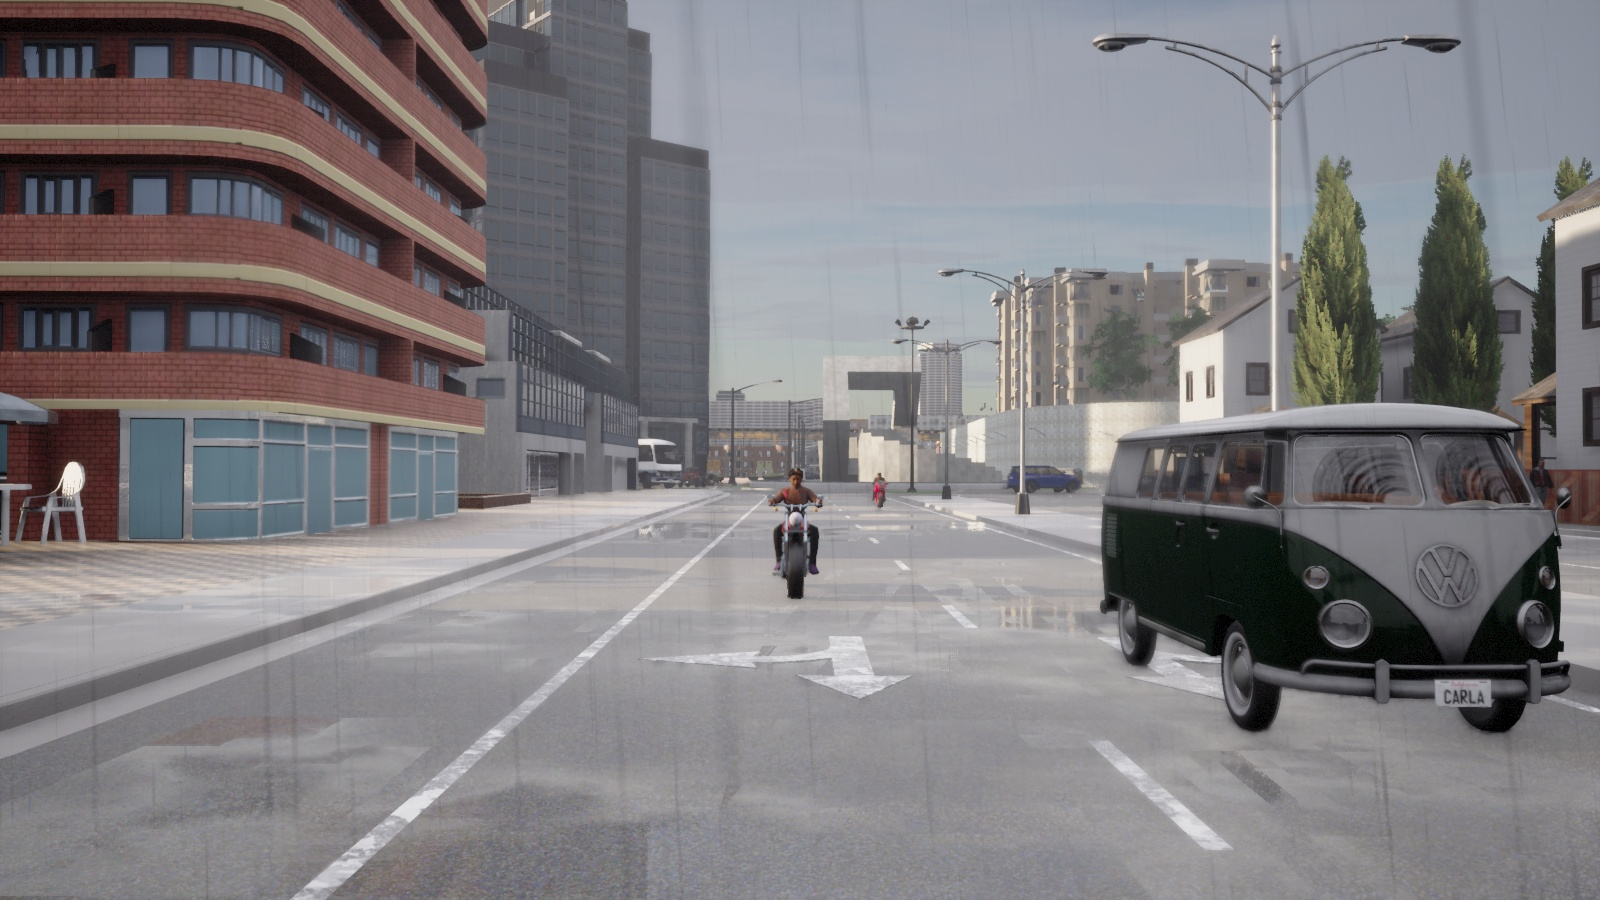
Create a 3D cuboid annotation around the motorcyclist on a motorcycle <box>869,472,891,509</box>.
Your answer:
[{"bbox_3d":[3.357,1.666,52.688,0.797,1.523,2.044,0,-1,0],"label":"motorcyclist on a motorcycle"}]

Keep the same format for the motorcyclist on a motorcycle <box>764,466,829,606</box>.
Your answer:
[{"bbox_3d":[-0.044,1.035,16.081,0.766,1.649,2.350,0,-1,0],"label":"motorcyclist on a motorcycle"}]

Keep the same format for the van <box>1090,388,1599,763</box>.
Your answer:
[{"bbox_3d":[3.474,0.701,8.916,1.775,1.987,4.442,0,-1,0],"label":"van"}]

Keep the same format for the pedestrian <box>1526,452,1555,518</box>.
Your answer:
[{"bbox_3d":[21.089,0.984,35.748,0.376,1.854,0.720,0,-1,0],"label":"pedestrian"}]

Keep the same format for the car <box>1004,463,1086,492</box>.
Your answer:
[{"bbox_3d":[18.007,2.010,92.442,5.566,2.045,2.150,0,-1,-19],"label":"car"}]
